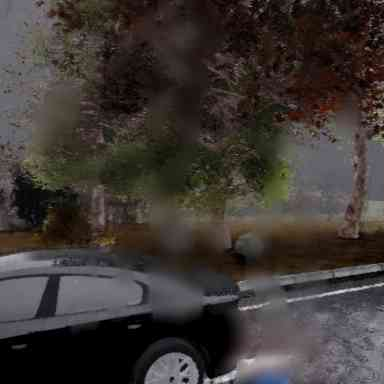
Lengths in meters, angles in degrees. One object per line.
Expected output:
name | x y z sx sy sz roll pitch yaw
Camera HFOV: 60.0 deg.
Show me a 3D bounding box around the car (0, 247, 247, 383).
car | -1.842 1.421 3.757 5.008 1.535 1.882 1 0 -18
